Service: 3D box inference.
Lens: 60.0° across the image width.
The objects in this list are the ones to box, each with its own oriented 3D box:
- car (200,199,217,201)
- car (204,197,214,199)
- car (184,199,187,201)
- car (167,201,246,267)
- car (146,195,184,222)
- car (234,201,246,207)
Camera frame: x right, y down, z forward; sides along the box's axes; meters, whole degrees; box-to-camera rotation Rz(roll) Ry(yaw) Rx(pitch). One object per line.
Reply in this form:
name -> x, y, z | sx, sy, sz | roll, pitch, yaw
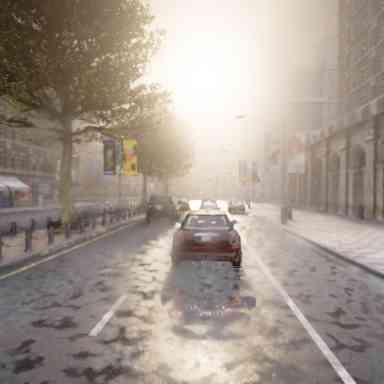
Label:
car -> 1.355, 1.589, 26.800 | 1.812, 1.442, 4.674 | 1, 0, 3
car -> 2.126, 1.452, 42.202 | 2.097, 1.767, 4.553 | 1, 0, 3
car -> -1.317, 1.626, 43.450 | 1.994, 1.385, 4.181 | 1, 0, 3
car -> 0.524, 1.380, 11.702 | 2.097, 1.767, 4.553 | 1, 0, 3
car -> -2.169, 1.244, 26.142 | 2.150, 2.045, 5.566 | 1, 0, 3
car -> 5.126, 1.722, 39.080 | 1.895, 1.301, 4.718 | 1, 0, 3
